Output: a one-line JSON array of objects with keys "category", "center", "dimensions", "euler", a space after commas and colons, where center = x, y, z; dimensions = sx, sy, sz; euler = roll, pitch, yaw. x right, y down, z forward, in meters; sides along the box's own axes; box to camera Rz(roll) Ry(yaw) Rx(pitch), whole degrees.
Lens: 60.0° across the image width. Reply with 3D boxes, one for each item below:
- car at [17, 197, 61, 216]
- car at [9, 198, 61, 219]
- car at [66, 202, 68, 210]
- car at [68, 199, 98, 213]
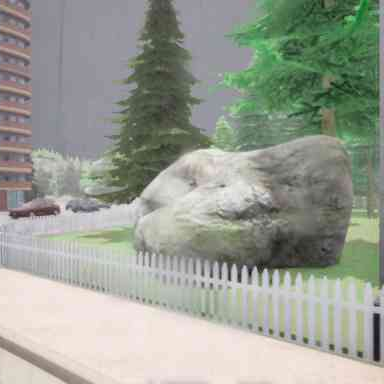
[{"category": "car", "center": [-16.259, 1.477, 35.591], "dimensions": [2.097, 1.767, 4.553], "euler": [0, 0, 8]}, {"category": "car", "center": [-14.006, 1.575, 29.942], "dimensions": [1.882, 1.535, 5.008], "euler": [0, 0, 15]}, {"category": "car", "center": [-15.963, 1.660, 45.626], "dimensions": [1.837, 1.490, 4.892], "euler": [0, 0, -8]}, {"category": "car", "center": [-12.341, 1.682, 38.779], "dimensions": [1.994, 1.385, 4.181], "euler": [0, 0, 4]}]
